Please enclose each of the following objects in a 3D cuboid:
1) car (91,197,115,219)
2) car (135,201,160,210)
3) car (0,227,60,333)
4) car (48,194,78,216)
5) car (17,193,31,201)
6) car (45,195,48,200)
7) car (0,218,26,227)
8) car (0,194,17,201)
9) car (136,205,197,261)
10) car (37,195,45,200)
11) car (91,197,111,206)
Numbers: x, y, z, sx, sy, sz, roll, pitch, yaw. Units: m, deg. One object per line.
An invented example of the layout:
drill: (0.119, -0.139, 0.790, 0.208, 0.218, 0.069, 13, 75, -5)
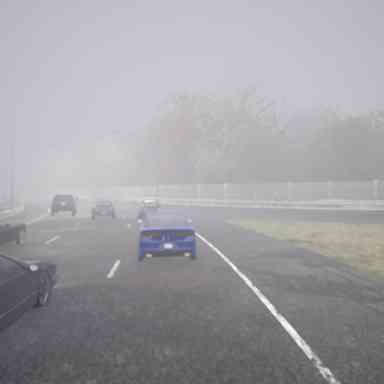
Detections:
car: (-7.650, 1.471, 28.729, 2.128, 1.511, 4.902, 0, 0, -16)
car: (-3.412, 1.459, 26.431, 2.128, 1.511, 4.902, 0, 0, -14)
car: (-3.650, 1.553, 4.771, 2.033, 1.411, 5.357, 0, 0, -4)
car: (-12.606, 1.212, 32.964, 2.150, 2.045, 5.566, 0, 0, -18)
car: (-42.722, 1.357, 83.230, 4.902, 1.511, 2.128, 0, 0, 38)
car: (-32.489, 1.582, 78.641, 1.895, 1.301, 4.718, 0, 0, -40)
car: (-7.937, 1.609, 12.538, 1.895, 1.301, 4.718, 0, 0, -8)
car: (-44.990, 1.345, 80.564, 4.892, 1.490, 1.837, 0, 0, 38)
car: (-1.007, 1.460, 12.399, 1.882, 1.535, 5.008, 0, 0, -7)
car: (-38.540, 1.364, 85.871, 1.994, 1.385, 4.181, 0, 0, -37)
car: (-15.275, 1.509, 55.644, 2.033, 1.411, 5.357, 0, 0, -30)
